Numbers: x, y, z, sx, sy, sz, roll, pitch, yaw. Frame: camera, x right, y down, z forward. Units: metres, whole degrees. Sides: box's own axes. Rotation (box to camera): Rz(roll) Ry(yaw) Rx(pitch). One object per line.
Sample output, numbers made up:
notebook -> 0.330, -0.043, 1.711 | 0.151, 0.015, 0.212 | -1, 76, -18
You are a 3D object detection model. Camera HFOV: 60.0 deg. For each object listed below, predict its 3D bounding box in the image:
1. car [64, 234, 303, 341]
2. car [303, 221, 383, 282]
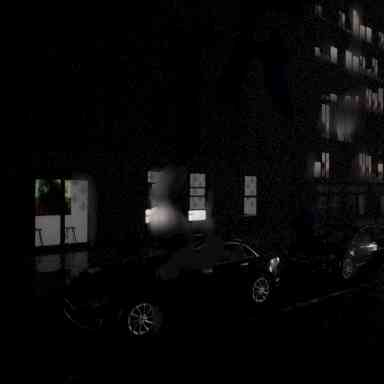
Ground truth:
car -> -0.140, 1.551, 6.436 | 4.403, 1.369, 2.008 | 0, 0, -35
car -> 4.495, 1.550, 9.712 | 4.403, 1.369, 2.008 | 0, 0, -35
